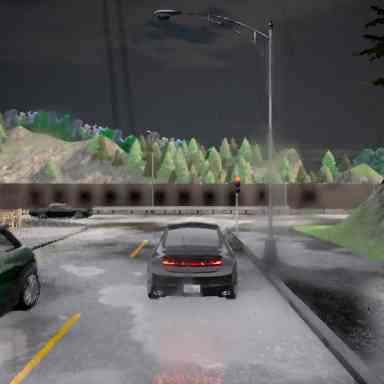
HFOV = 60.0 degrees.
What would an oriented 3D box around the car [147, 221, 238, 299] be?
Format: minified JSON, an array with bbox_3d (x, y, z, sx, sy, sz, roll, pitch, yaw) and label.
[{"bbox_3d":[0.025,1.505,8.429,1.837,1.490,4.892,0,0,1],"label":"car"}]

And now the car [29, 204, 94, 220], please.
[{"bbox_3d":[-10.499,1.601,27.114,4.718,1.301,1.895,0,0,0],"label":"car"}]

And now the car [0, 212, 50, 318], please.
[{"bbox_3d":[-4.089,1.352,4.721,2.097,1.767,4.553,0,0,0],"label":"car"}]
